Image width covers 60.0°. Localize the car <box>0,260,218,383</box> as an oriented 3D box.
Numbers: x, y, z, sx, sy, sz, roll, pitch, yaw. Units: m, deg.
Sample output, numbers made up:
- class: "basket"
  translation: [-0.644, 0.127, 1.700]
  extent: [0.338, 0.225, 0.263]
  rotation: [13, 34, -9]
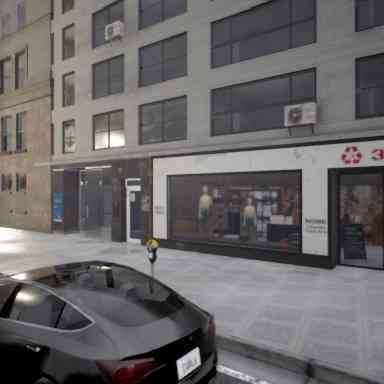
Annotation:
- class: "car"
  translation: [-1.716, 1.567, 4.193]
  extent: [4.313, 1.339, 1.947]
  rotation: [0, 0, 36]
